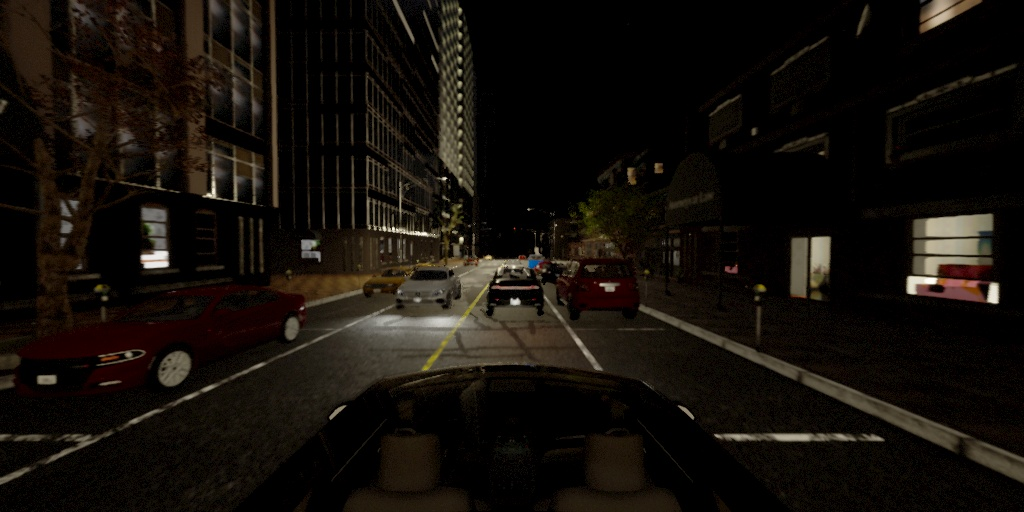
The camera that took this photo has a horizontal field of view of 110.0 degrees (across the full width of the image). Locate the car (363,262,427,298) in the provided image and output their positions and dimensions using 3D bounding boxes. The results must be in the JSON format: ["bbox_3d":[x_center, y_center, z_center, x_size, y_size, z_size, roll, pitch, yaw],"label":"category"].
[{"bbox_3d":[-5.695,1.123,17.543,1.751,1.417,4.829,0,0,0],"label":"car"}]

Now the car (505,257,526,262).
[{"bbox_3d":[0.094,1.041,34.148,1.895,1.301,4.718,0,1,0],"label":"car"}]

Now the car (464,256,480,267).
[{"bbox_3d":[-5.702,0.720,50.921,1.967,1.591,4.097,0,0,0],"label":"car"}]

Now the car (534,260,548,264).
[{"bbox_3d":[2.685,1.110,23.238,1.948,1.339,4.313,0,0,0],"label":"car"}]

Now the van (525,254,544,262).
[{"bbox_3d":[2.681,0.727,39.840,1.690,1.789,3.998,0,0,0],"label":"van"}]

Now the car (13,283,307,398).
[{"bbox_3d":[-5.692,1.248,6.644,1.888,1.381,4.507,0,0,0],"label":"car"}]

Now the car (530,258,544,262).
[{"bbox_3d":[2.684,1.074,28.772,1.802,1.307,4.207,0,0,0],"label":"car"}]

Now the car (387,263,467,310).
[{"bbox_3d":[-3.097,1.157,14.101,1.812,1.442,4.674,0,1,0],"label":"car"}]

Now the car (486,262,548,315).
[{"bbox_3d":[0.097,1.134,13.048,2.128,1.511,4.902,0,1,0],"label":"car"}]

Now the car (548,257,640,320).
[{"bbox_3d":[2.688,0.965,12.170,2.192,1.841,5.009,0,0,0],"label":"car"}]
